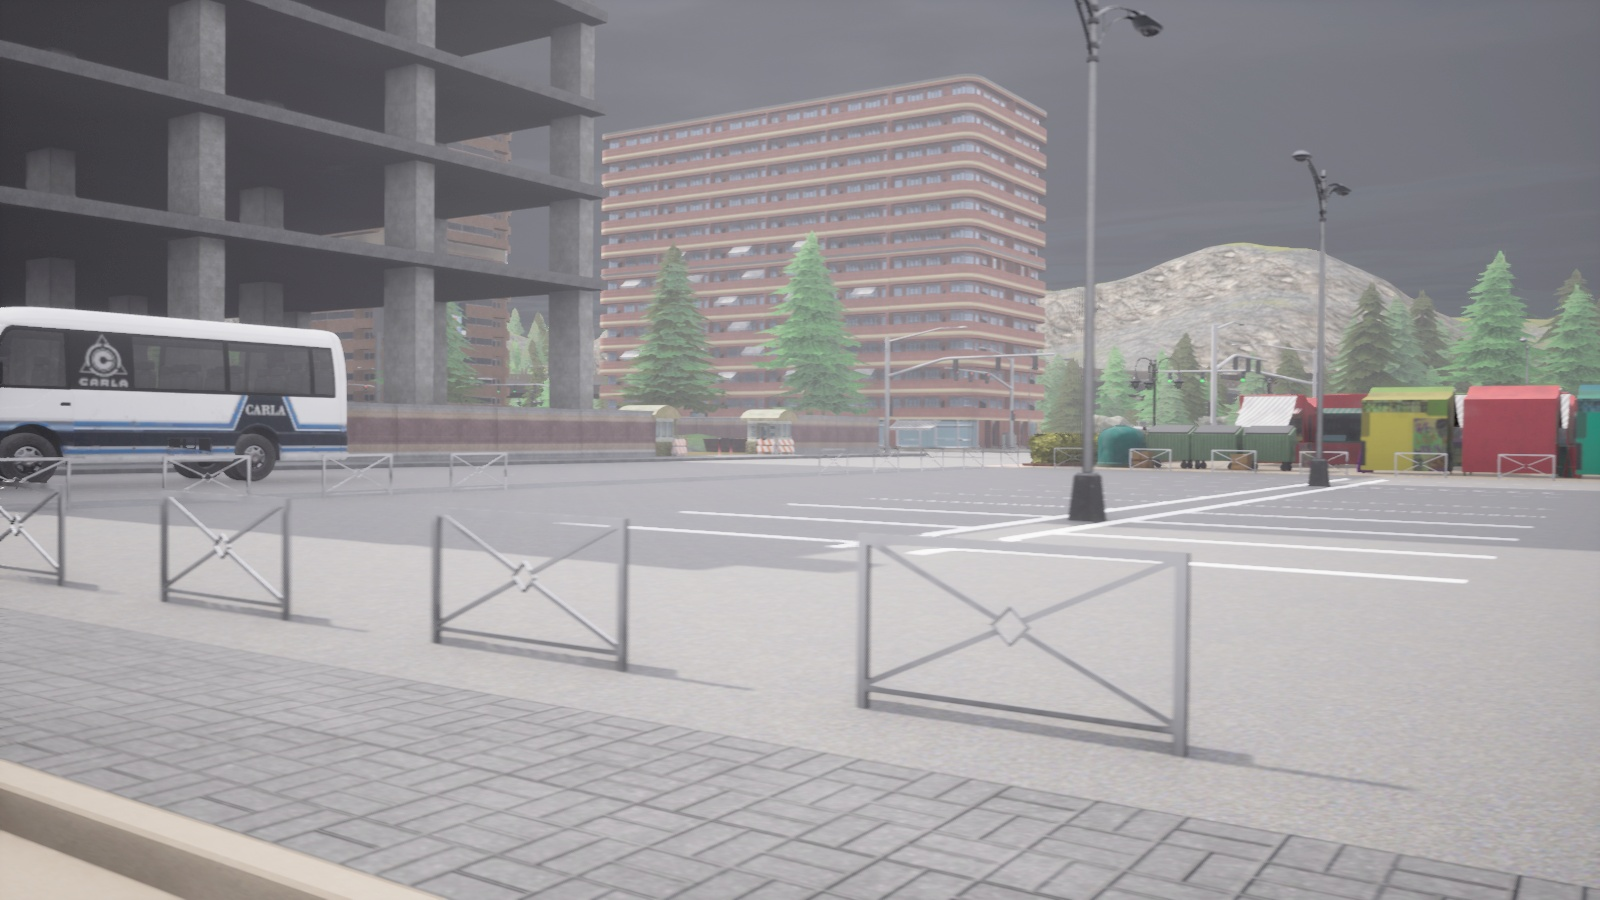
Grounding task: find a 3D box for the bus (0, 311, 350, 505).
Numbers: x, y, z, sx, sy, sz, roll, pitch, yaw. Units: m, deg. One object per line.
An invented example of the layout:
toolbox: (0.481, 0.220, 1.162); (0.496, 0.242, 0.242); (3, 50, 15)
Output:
bus: (-17.039, -0.980, 31.767); (3.944, 4.253, 10.273); (0, 1, 33)
